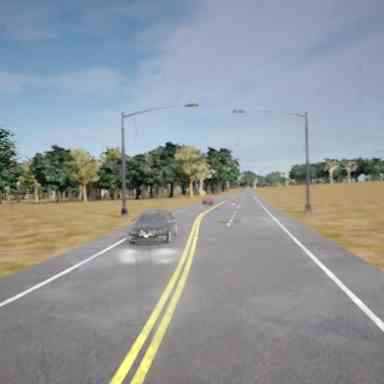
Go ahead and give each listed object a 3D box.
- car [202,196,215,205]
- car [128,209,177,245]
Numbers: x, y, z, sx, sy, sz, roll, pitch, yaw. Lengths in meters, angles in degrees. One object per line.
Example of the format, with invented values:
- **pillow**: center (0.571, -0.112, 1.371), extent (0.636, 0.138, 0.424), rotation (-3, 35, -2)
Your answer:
- **car**: center (2.871, 1.439, 57.444), extent (1.882, 1.535, 5.008), rotation (-1, 0, 10)
- **car**: center (-1.812, 1.625, 16.450), extent (1.837, 1.490, 4.892), rotation (-1, 0, 3)
